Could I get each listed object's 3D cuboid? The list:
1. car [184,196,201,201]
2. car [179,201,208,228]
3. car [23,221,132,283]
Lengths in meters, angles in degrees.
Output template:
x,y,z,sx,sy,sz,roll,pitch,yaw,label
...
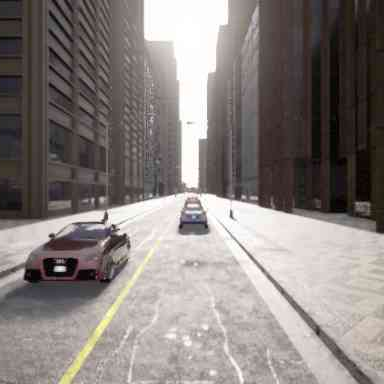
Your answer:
x,y,z,sx,sy,sz,roll,pitch,yaw,label
0.095,1.323,42.610,2.097,1.767,4.553,0,0,0,car
0.099,1.534,22.184,2.033,1.411,5.357,0,0,0,car
-3.001,1.559,9.557,1.994,1.385,4.181,0,0,0,car
